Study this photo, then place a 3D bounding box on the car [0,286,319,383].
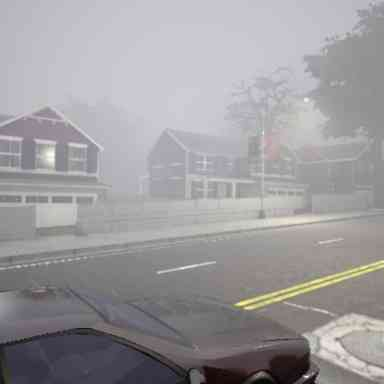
[{"bbox_3d":[-1.333,1.543,2.491,5.357,1.411,2.033,-1,1,-36],"label":"car"}]
